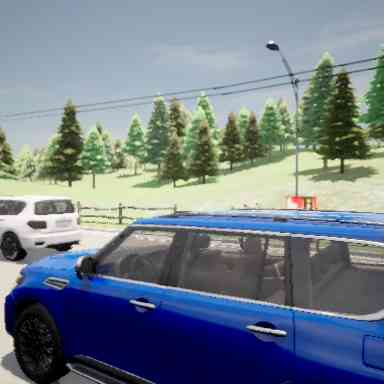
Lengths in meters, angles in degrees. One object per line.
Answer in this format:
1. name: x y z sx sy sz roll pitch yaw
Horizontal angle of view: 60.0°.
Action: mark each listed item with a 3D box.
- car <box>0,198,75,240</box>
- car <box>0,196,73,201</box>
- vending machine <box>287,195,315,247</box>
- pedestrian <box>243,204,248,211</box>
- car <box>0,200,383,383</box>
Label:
1. car: -8.373 1.253 16.900 4.553 1.767 2.097 0 0 29
2. car: -6.470 1.149 11.981 5.566 2.045 2.150 0 0 29
3. vending machine: 4.617 1.168 14.063 0.880 2.100 1.100 0 0 33
4. pedestrian: 1.963 1.260 12.230 0.375 1.860 0.375 0 0 32
5. car: 0.227 1.209 3.751 5.566 2.045 2.150 0 0 34
